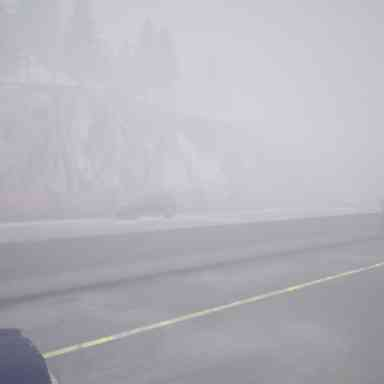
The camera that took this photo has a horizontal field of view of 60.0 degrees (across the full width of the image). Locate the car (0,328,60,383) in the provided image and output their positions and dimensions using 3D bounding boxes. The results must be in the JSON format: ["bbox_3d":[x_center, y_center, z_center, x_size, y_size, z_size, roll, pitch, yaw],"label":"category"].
[{"bbox_3d":[-3.092,1.618,1.574,4.718,1.301,1.895,0,0,-35],"label":"car"}]

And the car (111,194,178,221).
[{"bbox_3d":[-3.741,1.218,27.149,5.566,2.045,2.150,0,0,-36],"label":"car"}]

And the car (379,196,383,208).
[{"bbox_3d":[27.410,1.325,45.125,4.674,1.442,1.812,0,0,-35],"label":"car"}]

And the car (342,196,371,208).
[{"bbox_3d":[22.788,1.302,46.103,5.008,1.535,1.882,-1,0,-35],"label":"car"}]

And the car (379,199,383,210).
[{"bbox_3d":[23.785,1.049,38.247,5.566,2.045,2.150,0,0,-35],"label":"car"}]
